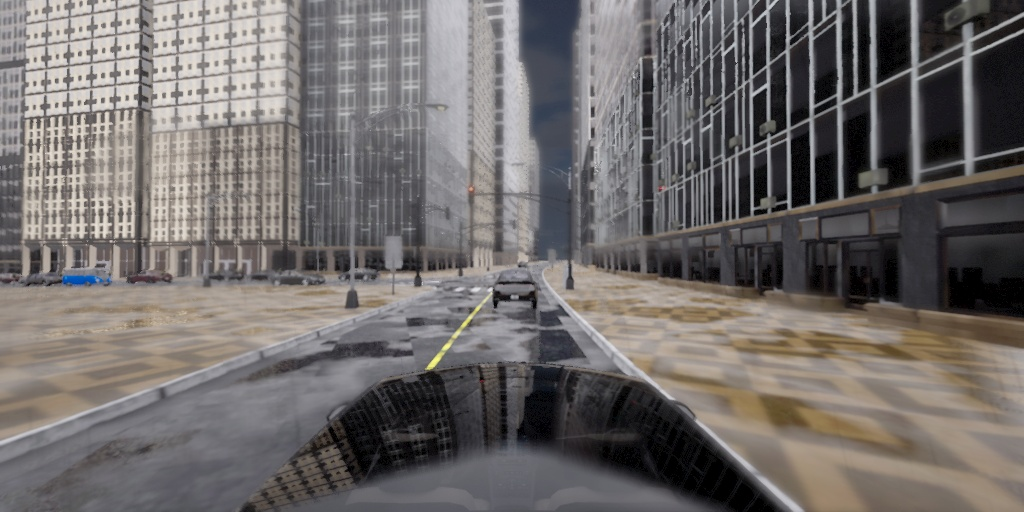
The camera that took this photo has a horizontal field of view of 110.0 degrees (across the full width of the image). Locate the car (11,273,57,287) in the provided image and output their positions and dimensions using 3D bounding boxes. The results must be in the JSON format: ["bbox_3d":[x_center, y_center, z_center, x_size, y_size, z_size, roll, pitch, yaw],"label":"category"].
[{"bbox_3d":[-49.539,2.492,38.207,5.357,1.411,2.033,-1,-1,10],"label":"car"}]

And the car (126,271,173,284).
[{"bbox_3d":[-39.803,2.327,39.490,4.674,1.442,1.812,-1,-1,10],"label":"car"}]

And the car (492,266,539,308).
[{"bbox_3d":[0.170,1.375,16.077,2.128,1.511,4.902,0,0,2],"label":"car"}]

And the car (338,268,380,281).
[{"bbox_3d":[-16.149,1.933,37.906,4.403,1.370,2.007,0,0,10],"label":"car"}]

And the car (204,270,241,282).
[{"bbox_3d":[-32.749,2.273,40.928,4.313,1.339,1.948,0,0,10],"label":"car"}]

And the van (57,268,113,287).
[{"bbox_3d":[-39.785,2.043,33.690,3.998,1.789,1.690,0,0,10],"label":"van"}]

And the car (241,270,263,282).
[{"bbox_3d":[-27.216,2.164,39.921,4.313,1.339,1.948,0,0,10],"label":"car"}]

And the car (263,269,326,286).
[{"bbox_3d":[-17.651,1.818,29.662,4.403,1.370,2.007,0,0,10],"label":"car"}]
